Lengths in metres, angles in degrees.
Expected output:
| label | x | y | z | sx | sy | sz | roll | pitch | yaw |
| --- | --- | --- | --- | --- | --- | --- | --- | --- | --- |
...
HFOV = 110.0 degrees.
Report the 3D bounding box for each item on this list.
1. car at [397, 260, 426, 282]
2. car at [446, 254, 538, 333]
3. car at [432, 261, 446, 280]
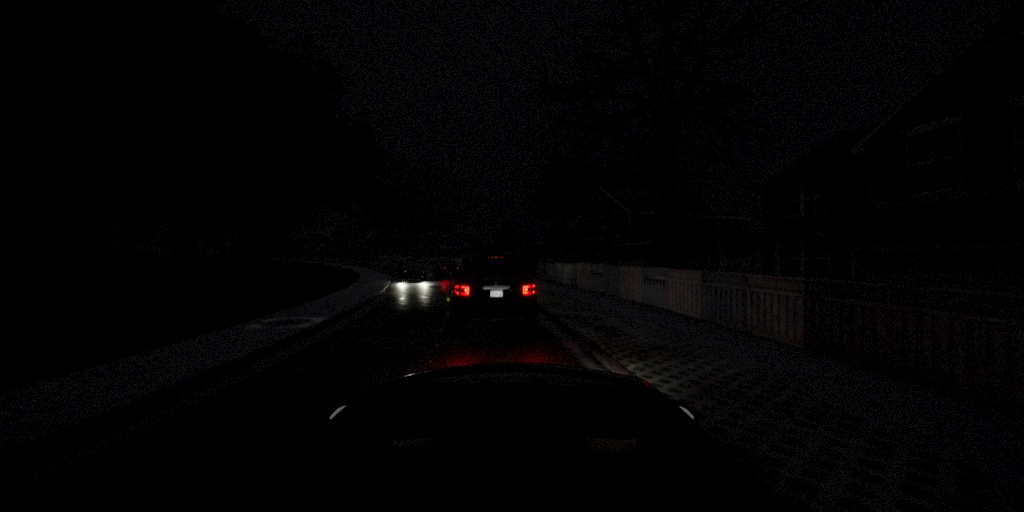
| label | x | y | z | sx | sy | sz | roll | pitch | yaw |
| --- | --- | --- | --- | --- | --- | --- | --- | --- | --- |
| car | -8.006 | 1.102 | 28.270 | 1.882 | 1.535 | 5.008 | 0 | 0 | -21 |
| car | -0.658 | 0.956 | 10.866 | 2.150 | 2.045 | 5.566 | 0 | 0 | -7 |
| car | -5.498 | 1.119 | 29.956 | 2.128 | 1.511 | 4.902 | 0 | 0 | -20 |
